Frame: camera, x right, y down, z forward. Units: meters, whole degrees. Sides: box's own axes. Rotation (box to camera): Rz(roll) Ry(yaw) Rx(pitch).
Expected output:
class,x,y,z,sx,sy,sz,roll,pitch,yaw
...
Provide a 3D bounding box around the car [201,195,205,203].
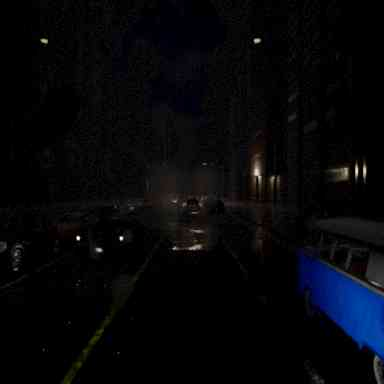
class,x,y,z,sx,sy,sz,roll,pitch,yaw
car,2.876,1.557,55.798,1.967,1.590,4.097,0,0,0

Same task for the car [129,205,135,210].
class,x,y,z,sx,sy,sz,roll,pitch,yaw
car,-5.707,1.578,27.253,1.752,1.417,4.829,0,0,0

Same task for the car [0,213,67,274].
class,x,y,z,sx,sy,sz,roll,pitch,yaw
car,-5.741,1.461,10.392,1.967,1.590,4.097,0,0,0

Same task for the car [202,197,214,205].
class,x,y,z,sx,sy,sz,roll,pitch,yaw
car,2.887,1.698,61.476,1.947,1.339,4.313,0,0,0

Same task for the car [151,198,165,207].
class,x,y,z,sx,sy,sz,roll,pitch,yaw
car,-5.649,1.684,55.811,1.947,1.339,4.313,0,0,0

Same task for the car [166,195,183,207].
class,x,y,z,sx,sy,sz,roll,pitch,yaw
car,-2.954,1.662,54.706,2.033,1.411,5.357,0,0,1

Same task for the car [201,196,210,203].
class,x,y,z,sx,sy,sz,roll,pitch,yaw
car,2.910,1.602,72.831,1.967,1.590,4.097,0,0,0

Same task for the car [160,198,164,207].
class,x,y,z,sx,sy,sz,roll,pitch,yaw
car,-5.661,1.648,50.133,1.887,1.381,4.507,0,0,0

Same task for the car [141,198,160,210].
class,x,y,z,sx,sy,sz,roll,pitch,yaw
car,-5.673,1.615,44.286,1.752,1.417,4.829,0,0,0

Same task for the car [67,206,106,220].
class,x,y,z,sx,sy,sz,roll,pitch,yaw
car,-5.730,1.556,15.899,1.752,1.417,4.829,0,0,0

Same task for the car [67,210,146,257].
class,x,y,z,sx,sy,sz,roll,pitch,yaw
car,-3.074,1.627,13.245,1.895,1.301,4.718,0,0,0

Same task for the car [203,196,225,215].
class,x,y,z,sx,sy,sz,roll,pitch,yaw
car,2.433,1.547,35.619,1.882,1.535,5.008,0,0,0

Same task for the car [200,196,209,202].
class,x,y,z,sx,sy,sz,roll,pitch,yaw
car,2.921,1.744,78.509,1.947,1.339,4.313,0,0,0

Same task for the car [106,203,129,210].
class,x,y,z,sx,sy,sz,roll,pitch,yaw
car,-5.718,1.608,21.747,1.947,1.339,4.313,0,0,0

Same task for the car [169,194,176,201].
class,x,y,z,sx,sy,sz,roll,pitch,yaw
car,-5.570,1.568,95.448,1.690,1.788,3.998,0,0,0

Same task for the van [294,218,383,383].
class,x,y,z,sx,sy,sz,roll,pitch,yaw
van,2.773,1.350,4.701,1.690,1.788,3.998,0,0,0

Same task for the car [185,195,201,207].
class,x,y,z,sx,sy,sz,roll,pitch,yaw
car,0.111,1.619,54.378,1.837,1.490,4.892,0,0,0
